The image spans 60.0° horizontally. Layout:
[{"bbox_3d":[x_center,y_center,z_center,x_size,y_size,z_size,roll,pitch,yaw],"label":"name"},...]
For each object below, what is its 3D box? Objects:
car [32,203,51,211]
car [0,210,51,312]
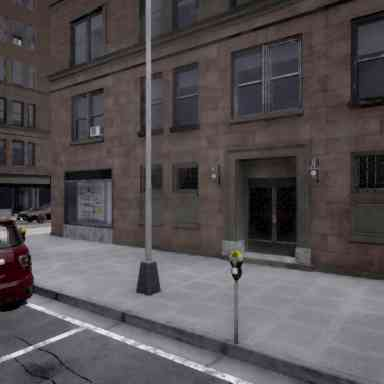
[{"bbox_3d":[-10.244,1.503,25.168,2.033,1.411,5.357,0,0,36],"label":"car"},{"bbox_3d":[-5.066,1.315,6.408,5.009,1.841,2.192,0,0,35],"label":"car"}]
